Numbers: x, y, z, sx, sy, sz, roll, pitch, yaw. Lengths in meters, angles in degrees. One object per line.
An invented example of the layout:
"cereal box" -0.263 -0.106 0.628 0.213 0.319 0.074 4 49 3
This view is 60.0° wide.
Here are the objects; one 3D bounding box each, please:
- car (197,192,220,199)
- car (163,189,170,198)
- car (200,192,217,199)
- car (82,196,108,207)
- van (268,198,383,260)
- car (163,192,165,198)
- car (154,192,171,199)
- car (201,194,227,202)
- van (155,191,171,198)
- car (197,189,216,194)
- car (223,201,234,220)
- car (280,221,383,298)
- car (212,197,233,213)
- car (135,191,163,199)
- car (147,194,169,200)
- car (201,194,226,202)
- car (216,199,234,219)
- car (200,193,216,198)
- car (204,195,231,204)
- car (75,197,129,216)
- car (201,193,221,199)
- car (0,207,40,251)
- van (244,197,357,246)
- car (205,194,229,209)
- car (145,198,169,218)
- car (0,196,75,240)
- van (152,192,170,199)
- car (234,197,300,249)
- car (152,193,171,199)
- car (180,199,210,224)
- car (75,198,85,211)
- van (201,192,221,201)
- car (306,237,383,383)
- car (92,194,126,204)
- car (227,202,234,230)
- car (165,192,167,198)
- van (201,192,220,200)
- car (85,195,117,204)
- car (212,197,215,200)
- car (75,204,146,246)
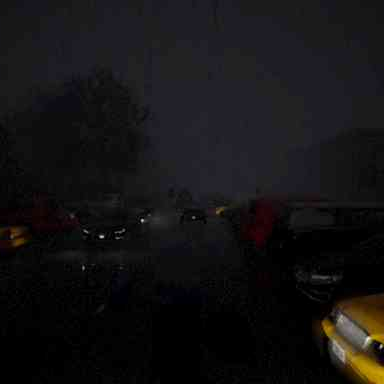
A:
"car" 4.211 1.239 63.317 5.366 1.575 1.946 0 0 0
"car" -8.109 0.957 77.310 5.566 2.045 2.435 0 0 0
"car" 4.451 0.877 91.591 4.553 1.767 2.185 0 1 0
"car" -8.562 1.346 23.175 4.553 1.767 2.185 0 0 0
"van" 4.661 1.253 9.380 4.442 1.987 1.878 0 0 0
"car" -8.178 1.241 63.193 5.008 1.535 2.097 0 0 0
"car" -8.058 0.880 91.447 4.553 1.767 2.185 0 1 0
"car" 4.410 1.236 66.143 5.008 1.535 2.097 0 0 0
"van" -8.197 0.721 94.391 4.442 1.987 1.878 0 1 0
"car" 4.450 0.971 71.793 5.566 2.045 2.435 0 0 0
"car" 4.577 1.503 20.513 4.792 1.488 2.163 0 0 0
"car" 4.550 1.480 6.596 4.892 1.521 2.231 0 0 0
"car" 4.737 1.467 28.862 5.366 1.575 1.946 0 0 0
"car" -8.160 1.122 60.493 4.553 1.767 2.185 0 0 0
"car" -8.122 1.198 80.146 5.008 1.535 2.097 0 0 0
"car" 4.408 1.229 68.968 5.008 1.535 2.097 0 0 0
"car" 4.521 1.501 26.079 4.792 1.488 2.163 0 0 0
"car" 4.488 0.986 94.419 4.674 1.452 2.002 0 1 0
"car" 4.377 1.296 57.665 4.674 1.452 2.002 0 0 0
"car" -8.496 1.342 31.656 4.553 1.767 2.185 0 0 0
"car" 4.341 1.292 54.838 4.792 1.488 2.163 0 0 0
"car" -8.720 1.473 12.036 5.366 1.575 1.946 0 0 0
"van" 4.663 1.250 14.822 4.442 1.987 1.878 0 0 0
"car" 3.471 1.404 42.626 1.837 1.490 4.892 2 1 15
"car" -3.512 1.536 30.501 2.033 1.411 5.357 0 0 1
"car" -8.562 1.224 14.820 5.566 2.045 2.435 0 0 0
"van" -7.989 0.890 85.921 4.442 1.987 1.878 0 1 0
"car" 4.574 1.226 12.163 5.566 2.045 2.435 0 0 0
"car" -8.130 1.089 88.753 4.792 1.488 2.163 0 1 0
"car" 0.111 1.517 24.583 1.812 1.442 4.674 0 0 0
"car" -8.501 1.348 17.730 4.553 1.767 2.185 0 0 0
"van" 4.314 0.990 74.619 4.442 1.987 1.878 0 0 0
"car" 4.357 1.477 3.813 5.366 1.575 1.946 0 0 0
"car" -8.557 1.218 28.870 5.566 2.045 2.435 0 0 0
"car" 4.554 1.476 17.729 4.892 1.521 2.231 0 0 0
"car" -8.171 1.229 68.965 4.892 1.521 2.231 0 0 0
"van" 4.331 0.973 80.149 4.442 1.987 1.878 0 0 0
"car" -8.561 1.345 25.960 4.553 1.767 2.185 0 0 0
"car" 4.537 1.509 31.504 4.674 1.452 2.002 -1 0 0
"car" -3.496 1.506 15.321 1.837 1.490 4.892 0 0 0
